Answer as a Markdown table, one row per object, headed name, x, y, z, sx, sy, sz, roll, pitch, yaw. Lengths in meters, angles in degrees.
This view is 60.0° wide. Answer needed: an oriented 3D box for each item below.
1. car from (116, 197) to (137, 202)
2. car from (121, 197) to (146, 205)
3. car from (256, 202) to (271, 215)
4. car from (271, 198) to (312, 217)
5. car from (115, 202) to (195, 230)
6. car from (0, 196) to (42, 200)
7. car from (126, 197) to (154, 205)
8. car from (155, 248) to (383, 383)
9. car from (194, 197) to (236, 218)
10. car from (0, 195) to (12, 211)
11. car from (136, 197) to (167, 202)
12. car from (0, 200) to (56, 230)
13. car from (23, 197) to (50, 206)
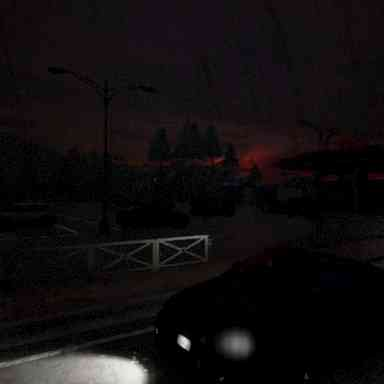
| name | x | y | z | sx | sy | sz | roll | pitch | yaw |
| --- | --- | --- | --- | --- | --- | --- | --- | --- | --- |
| car | -9.884 | 1.661 | 51.198 | 3.633 | 1.501 | 1.845 | 1 | 0 | -34 |
| car | -11.941 | 1.741 | 67.881 | 4.514 | 1.523 | 2.007 | 1 | 0 | -34 |
| car | 9.048 | 1.820 | 36.933 | 3.806 | 1.475 | 1.970 | 1 | 0 | -34 |
| car | 10.403 | 1.534 | 33.836 | 3.866 | 1.878 | 1.905 | 1 | 0 | -34 |
| car | -2.380 | 1.566 | 20.811 | 4.514 | 1.523 | 2.007 | 1 | 0 | -34 |
| car | -14.126 | 1.326 | 25.049 | 5.027 | 1.636 | 2.152 | 1 | 0 | -34 |
| car | -10.144 | 1.737 | 65.310 | 5.027 | 1.636 | 2.152 | 1 | 0 | -34 |
| car | 1.566 | 1.602 | 5.006 | 4.181 | 1.385 | 1.994 | 1 | 0 | -34 |
| car | 2.042 | 1.464 | 32.163 | 4.605 | 1.855 | 1.932 | 1 | 0 | -34 |
| car | -23.244 | 1.241 | 37.836 | 4.605 | 1.855 | 1.932 | 1 | 0 | -34 |
| car | -4.333 | 1.653 | 42.889 | 4.514 | 1.523 | 2.007 | 1 | 0 | -34 |
| car | -10.271 | 1.417 | 19.908 | 3.806 | 1.475 | 1.970 | 1 | 0 | -34 |
| car | -25.702 | 1.587 | 54.998 | 3.806 | 1.475 | 1.970 | 1 | 0 | -34 |
